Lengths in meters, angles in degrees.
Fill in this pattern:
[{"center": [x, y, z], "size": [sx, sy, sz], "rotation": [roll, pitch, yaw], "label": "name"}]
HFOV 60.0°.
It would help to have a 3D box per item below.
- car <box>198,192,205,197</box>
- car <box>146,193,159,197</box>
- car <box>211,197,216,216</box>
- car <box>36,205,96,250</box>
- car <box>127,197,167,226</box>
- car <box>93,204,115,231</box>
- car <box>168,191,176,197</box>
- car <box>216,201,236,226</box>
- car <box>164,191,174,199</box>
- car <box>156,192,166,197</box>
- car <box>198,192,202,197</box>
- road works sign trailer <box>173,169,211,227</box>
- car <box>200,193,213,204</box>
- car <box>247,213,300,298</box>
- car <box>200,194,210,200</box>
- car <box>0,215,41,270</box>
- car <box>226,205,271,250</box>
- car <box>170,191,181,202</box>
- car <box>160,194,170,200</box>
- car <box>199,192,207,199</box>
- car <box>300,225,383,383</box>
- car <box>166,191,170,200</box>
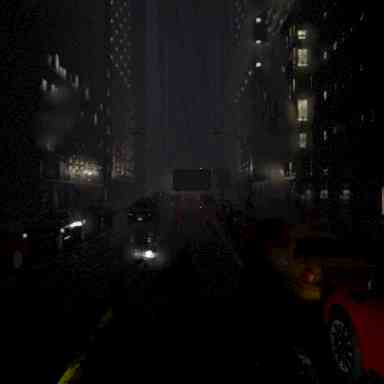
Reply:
[{"center": [2.698, 0.798, 93.099], "size": [1.947, 1.339, 4.313], "rotation": [1, 1, 0], "label": "car"}, {"center": [-5.684, 1.236, 42.038], "size": [1.887, 1.381, 4.507], "rotation": [0, 0, 0], "label": "car"}, {"center": [2.696, 1.349, 25.174], "size": [1.752, 1.417, 4.829], "rotation": [0, 0, 0], "label": "car"}, {"center": [-5.685, 1.458, 13.660], "size": [2.008, 1.369, 4.403], "rotation": [0, 0, 0], "label": "car"}, {"center": [-3.098, 1.337, 22.279], "size": [2.128, 1.511, 4.902], "rotation": [0, 0, 0], "label": "car"}, {"center": [-5.685, 1.418, 19.335], "size": [2.008, 1.369, 4.403], "rotation": [0, 0, 0], "label": "car"}, {"center": [-5.682, 0.672, 93.117], "size": [1.967, 1.590, 4.097], "rotation": [1, 1, 0], "label": "car"}, {"center": [2.695, 1.417, 19.328], "size": [2.008, 1.369, 4.403], "rotation": [0, 0, 0], "label": "car"}, {"center": [-5.681, 0.657, 81.765], "size": [2.192, 1.841, 5.009], "rotation": [1, 1, 0], "label": "car"}, {"center": [-5.683, 1.037, 53.390], "size": [1.967, 1.590, 4.097], "rotation": [0, 0, 0], "label": "car"}, {"center": [2.697, 1.081, 64.727], "size": [1.802, 1.307, 4.206], "rotation": [0, 1, 0], "label": "car"}, {"center": [0.000, 0.317, 21.231], "size": [2.380, 3.560, 2.880], "rotation": [0, 0, 0], "label": "road works sign trailer"}, {"center": [2.697, 1.163, 53.378], "size": [1.947, 1.339, 4.313], "rotation": [0, 0, 0], "label": "car"}, {"center": [2.695, 1.470, 8.150], "size": [1.752, 1.417, 4.829], "rotation": [0, 0, 0], "label": "car"}, {"center": [2.697, 1.030, 70.401], "size": [1.802, 1.307, 4.206], "rotation": [1, 1, 0], "label": "car"}, {"center": [-5.685, 1.491, 7.985], "size": [1.887, 1.381, 4.507], "rotation": [0, 0, 0], "label": "car"}, {"center": [2.695, 1.452, 13.654], "size": [1.887, 1.381, 4.507], "rotation": [0, 0, 0], "label": "car"}, {"center": [-3.031, 1.010, 62.684], "size": [2.128, 1.511, 4.902], "rotation": [0, 1, 1], "label": "car"}, {"center": [-5.684, 1.030, 70.416], "size": [1.802, 1.307, 4.206], "rotation": [1, 1, 0], "label": "car"}, {"center": [2.698, 0.866, 81.920], "size": [1.752, 1.417, 4.829], "rotation": [1, 1, 0], "label": "car"}, {"center": [2.696, 1.299, 2.304], "size": [2.192, 1.841, 5.009], "rotation": [0, 0, 0], "label": "car"}, {"center": [-5.682, 0.864, 59.064], "size": [2.192, 1.841, 5.009], "rotation": [0, 0, 0], "label": "car"}]
